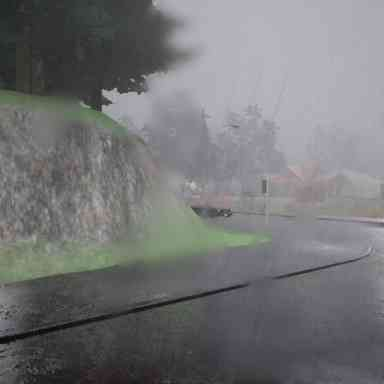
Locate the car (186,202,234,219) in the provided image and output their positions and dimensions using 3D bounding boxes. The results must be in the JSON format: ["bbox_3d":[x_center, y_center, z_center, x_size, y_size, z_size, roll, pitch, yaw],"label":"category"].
[{"bbox_3d":[1.523,1.601,29.344,1.895,1.301,4.718,0,0,-35],"label":"car"}]
